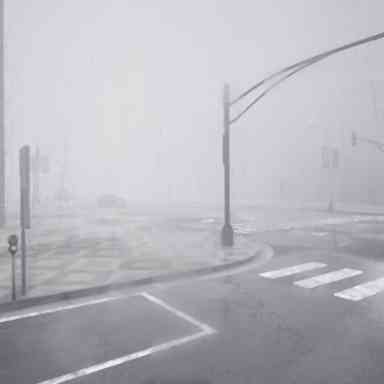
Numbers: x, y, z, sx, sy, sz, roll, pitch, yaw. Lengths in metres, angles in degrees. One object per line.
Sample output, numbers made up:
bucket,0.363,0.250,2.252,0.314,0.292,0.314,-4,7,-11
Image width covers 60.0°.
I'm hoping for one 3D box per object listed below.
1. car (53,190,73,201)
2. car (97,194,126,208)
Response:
car,-20.538,0.529,52.981,2.097,1.767,4.553,0,1,-36
car,-8.980,0.946,36.794,2.128,1.511,4.902,0,1,-36
